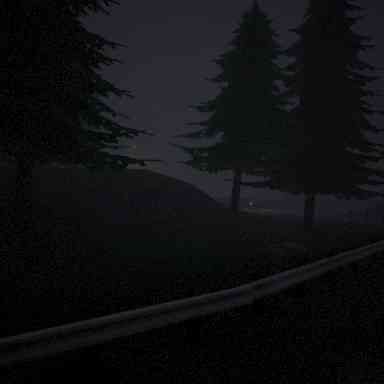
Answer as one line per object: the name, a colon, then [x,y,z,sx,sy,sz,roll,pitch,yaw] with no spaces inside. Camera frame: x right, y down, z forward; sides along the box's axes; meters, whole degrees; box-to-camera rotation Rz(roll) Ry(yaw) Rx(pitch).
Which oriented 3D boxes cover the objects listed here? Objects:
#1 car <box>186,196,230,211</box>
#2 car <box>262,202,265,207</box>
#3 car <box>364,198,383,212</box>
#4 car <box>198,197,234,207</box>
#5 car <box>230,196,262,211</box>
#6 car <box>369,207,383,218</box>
car: [1.622,1.483,40.006,4.892,1.490,1.837,0,0,34]
car: [7.330,1.493,44.600,4.892,1.490,1.837,0,0,34]
car: [22.745,1.495,38.448,4.902,1.511,2.128,0,0,34]
car: [3.668,1.506,51.293,5.357,1.411,2.033,0,0,34]
car: [5.811,1.341,41.404,4.553,1.767,2.097,0,0,34]
car: [18.051,1.572,28.951,4.181,1.385,1.994,0,0,34]
